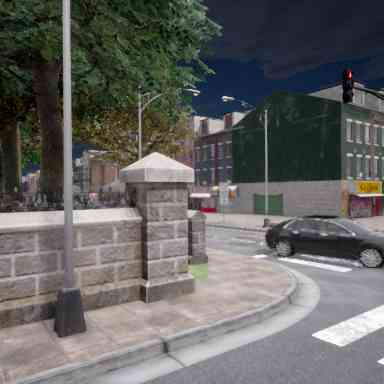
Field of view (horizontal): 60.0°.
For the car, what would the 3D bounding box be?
[{"bbox_3d":[4.916,1.599,11.657,4.892,1.490,1.837,-2,0,44],"label":"car"}]
